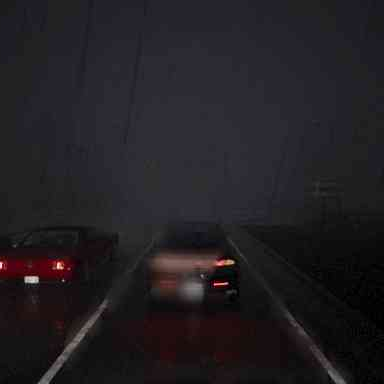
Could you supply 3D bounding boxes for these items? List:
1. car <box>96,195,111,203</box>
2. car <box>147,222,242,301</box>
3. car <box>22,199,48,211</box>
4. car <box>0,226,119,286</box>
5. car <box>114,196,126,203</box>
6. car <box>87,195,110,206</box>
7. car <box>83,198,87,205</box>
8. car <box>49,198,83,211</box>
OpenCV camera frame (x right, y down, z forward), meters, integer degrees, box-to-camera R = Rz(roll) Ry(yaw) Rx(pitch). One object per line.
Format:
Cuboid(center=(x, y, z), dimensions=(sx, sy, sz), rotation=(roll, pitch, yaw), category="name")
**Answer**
Cuboid(center=(-18.443, 1.499, 69.445), dimensions=(1.837, 1.490, 4.892), rotation=(0, 0, 0), category="car")
Cuboid(center=(0.064, 1.491, 8.291), dimensions=(2.128, 1.511, 4.902), rotation=(0, 0, 1), category="car")
Cuboid(center=(-18.568, 1.525, 40.085), dimensions=(1.812, 1.442, 4.674), rotation=(0, 0, 0), category="car")
Cuboid(center=(-3.427, 1.601, 9.379), dimensions=(1.895, 1.301, 4.718), rotation=(0, 0, 0), category="car")
Cuboid(center=(-14.943, 1.551, 69.264), dimensions=(1.994, 1.385, 4.181), rotation=(0, 0, 0), category="car")
Cuboid(center=(-15.041, 1.351, 54.360), dimensions=(2.097, 1.767, 4.553), rotation=(0, 0, 0), category="car")
Cuboid(center=(-18.539, 1.600, 54.523), dimensions=(1.895, 1.301, 4.718), rotation=(0, 0, 0), category="car")
Cuboid(center=(-15.067, 1.564, 39.953), dimensions=(1.994, 1.385, 4.181), rotation=(0, 0, 0), category="car")
